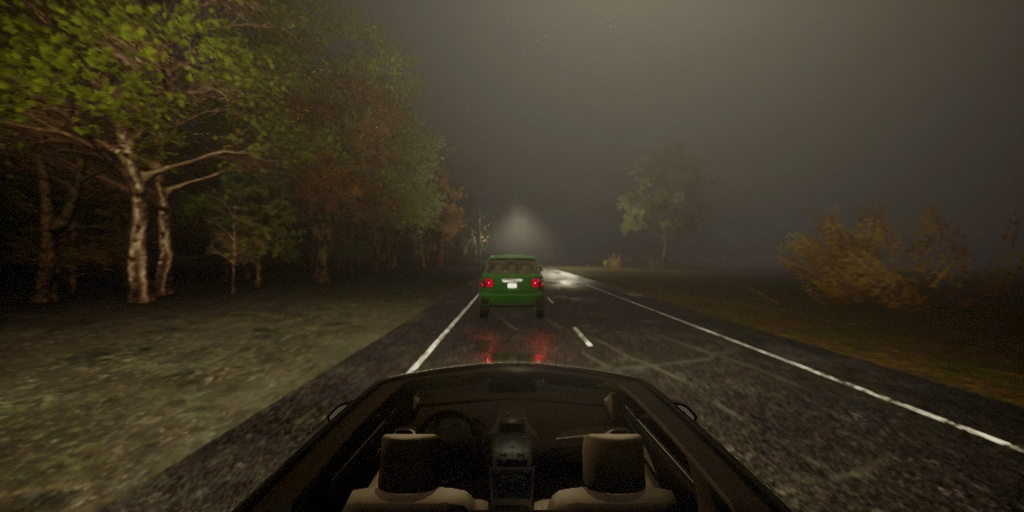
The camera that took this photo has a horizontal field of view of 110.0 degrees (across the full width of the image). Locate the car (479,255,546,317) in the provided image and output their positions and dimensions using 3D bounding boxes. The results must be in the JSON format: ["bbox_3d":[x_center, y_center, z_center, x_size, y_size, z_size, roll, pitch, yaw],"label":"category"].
[{"bbox_3d":[0.004,0.990,13.471,2.150,2.045,5.566,0,0,0],"label":"car"}]
